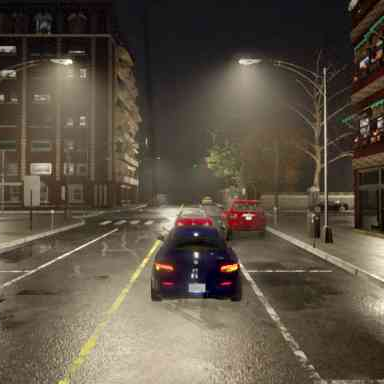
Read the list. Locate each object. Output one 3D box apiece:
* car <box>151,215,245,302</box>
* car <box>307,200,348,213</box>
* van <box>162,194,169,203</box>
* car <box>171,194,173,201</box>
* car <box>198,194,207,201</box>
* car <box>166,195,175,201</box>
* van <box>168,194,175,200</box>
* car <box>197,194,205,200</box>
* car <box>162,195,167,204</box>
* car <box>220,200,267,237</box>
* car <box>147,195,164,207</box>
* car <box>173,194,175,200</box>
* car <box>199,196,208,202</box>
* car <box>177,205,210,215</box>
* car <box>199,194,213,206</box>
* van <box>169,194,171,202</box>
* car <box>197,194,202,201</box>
[{"bbox_3d":[0.088,1.528,8.157,1.812,1.442,4.674,0,0,0],"label":"car"},{"bbox_3d":[15.153,1.607,37.144,4.313,1.339,1.947,0,-1,0],"label":"car"},{"bbox_3d":[-5.772,1.380,61.652,1.690,1.788,3.998,1,0,0],"label":"van"},{"bbox_3d":[-5.794,1.632,72.730,1.802,1.307,4.206,1,0,0],"label":"car"},{"bbox_3d":[2.572,1.377,83.812,2.192,1.841,5.009,1,0,0],"label":"car"},{"bbox_3d":[-5.821,1.620,89.346,2.008,1.369,4.403,1,0,0],"label":"car"},{"bbox_3d":[-5.826,1.417,94.884,1.690,1.788,3.998,1,0,0],"label":"van"},{"bbox_3d":[2.554,1.391,94.887,2.192,1.841,5.009,1,0,0],"label":"car"},{"bbox_3d":[-5.768,1.616,56.113,1.802,1.307,4.206,1,0,0],"label":"car"},{"bbox_3d":[2.679,1.322,18.091,2.192,1.841,5.009,1,0,0],"label":"car"},{"bbox_3d":[-5.759,1.612,50.576,1.802,1.307,4.206,1,0,0],"label":"car"},{"bbox_3d":[-5.803,1.606,78.268,2.008,1.369,4.403,1,0,0],"label":"car"},{"bbox_3d":[2.576,1.622,78.274,1.947,1.339,4.313,1,0,0],"label":"car"},{"bbox_3d":[0.070,1.608,18.366,1.895,1.301,4.718,0,0,0],"label":"car"},{"bbox_3d":[2.613,1.560,56.291,1.752,1.417,4.829,1,0,0],"label":"car"},{"bbox_3d":[-5.781,1.385,67.191,1.690,1.788,3.998,1,0,0],"label":"van"},{"bbox_3d":[2.586,1.601,72.735,2.008,1.369,4.403,1,0,0],"label":"car"}]
